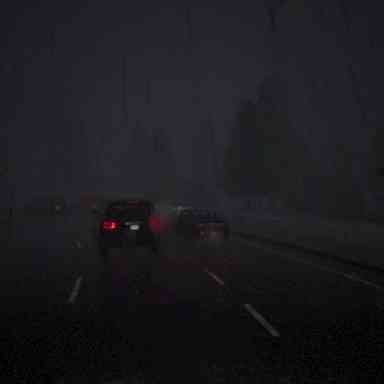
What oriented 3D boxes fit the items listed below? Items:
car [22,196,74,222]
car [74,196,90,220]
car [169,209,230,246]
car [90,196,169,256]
[{"bbox_3d":[-12.808,1.398,28.953,5.566,2.045,2.150,0,-1,45],"label":"car"},{"bbox_3d":[-9.468,1.385,30.516,2.150,2.045,5.566,0,0,-44],"label":"car"},{"bbox_3d":[0.043,1.549,15.708,2.128,1.511,4.902,0,0,-21],"label":"car"},{"bbox_3d":[-2.829,1.288,13.682,2.150,2.045,5.566,0,0,-20],"label":"car"}]
